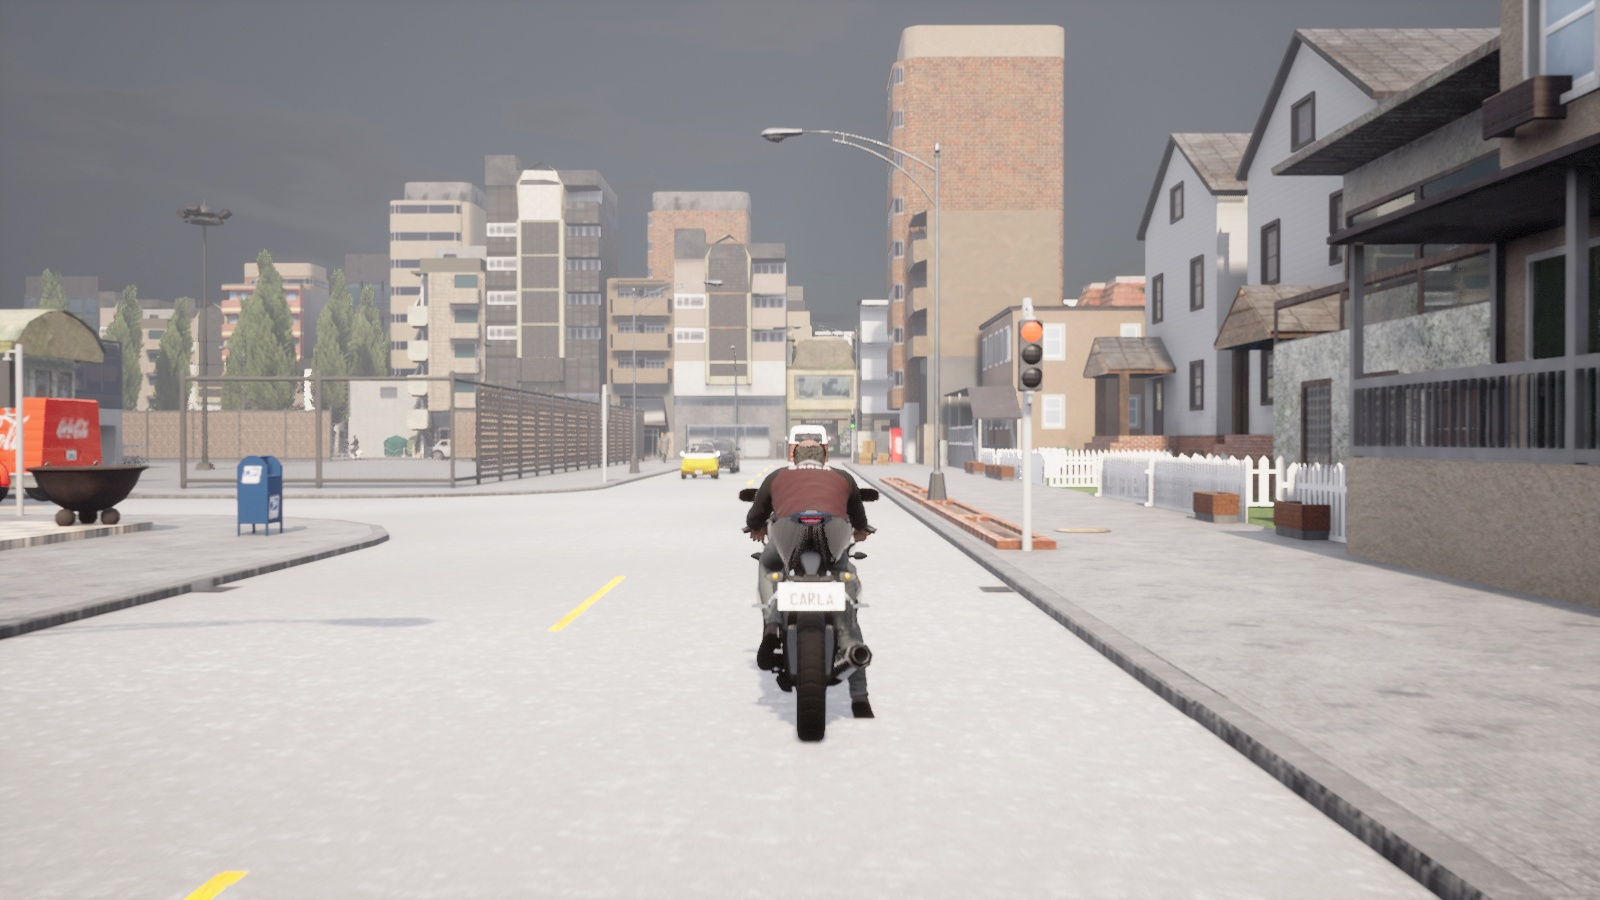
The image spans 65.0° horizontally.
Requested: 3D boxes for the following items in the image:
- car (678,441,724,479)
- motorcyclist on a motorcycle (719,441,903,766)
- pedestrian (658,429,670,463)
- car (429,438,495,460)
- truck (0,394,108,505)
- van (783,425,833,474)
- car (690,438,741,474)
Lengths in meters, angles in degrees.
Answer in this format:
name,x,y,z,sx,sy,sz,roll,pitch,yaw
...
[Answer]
name,x,y,z,sx,sy,sz,roll,pitch,yaw
car,-3.681,0.358,46.906,1.481,1.376,2.207,0,0,1
motorcyclist on a motorcycle,0.054,0.715,7.012,0.866,1.530,2.191,0,1,0
pedestrian,-7.765,-0.224,71.807,0.659,1.952,0.873,0,1,-8
car,-22.272,-0.083,82.813,3.806,1.475,1.970,0,1,1
truck,-19.398,-0.030,29.165,5.204,2.467,2.627,0,1,2
van,0.340,-0.036,53.872,2.069,2.038,4.480,0,1,0
car,-3.660,0.230,55.170,1.837,1.490,4.892,0,1,1
